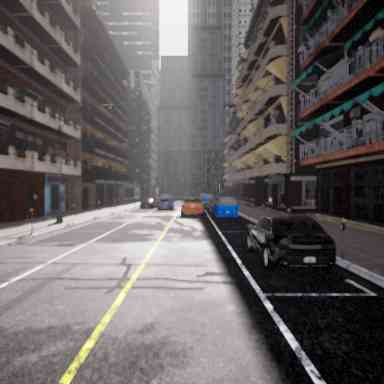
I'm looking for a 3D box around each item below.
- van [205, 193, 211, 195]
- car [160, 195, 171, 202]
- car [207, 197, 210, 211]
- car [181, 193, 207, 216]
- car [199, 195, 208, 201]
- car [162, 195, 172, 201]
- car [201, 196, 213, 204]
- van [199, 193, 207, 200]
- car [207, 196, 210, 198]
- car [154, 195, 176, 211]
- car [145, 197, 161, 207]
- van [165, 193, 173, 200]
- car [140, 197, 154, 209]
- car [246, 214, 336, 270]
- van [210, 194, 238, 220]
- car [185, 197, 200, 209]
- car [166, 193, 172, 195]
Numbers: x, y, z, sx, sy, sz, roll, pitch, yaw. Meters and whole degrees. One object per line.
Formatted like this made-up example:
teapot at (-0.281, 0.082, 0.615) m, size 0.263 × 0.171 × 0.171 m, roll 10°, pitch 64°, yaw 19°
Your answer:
van at (2.677, 1.200, 54.878) m, size 1.690 × 1.788 × 3.998 m, roll -1°, pitch 0°, yaw 0°
car at (-5.699, 1.385, 71.713) m, size 1.947 × 1.339 × 4.313 m, roll -1°, pitch 0°, yaw 0°
car at (2.681, 1.466, 32.471) m, size 2.008 × 1.369 × 4.403 m, roll -1°, pitch 0°, yaw 0°
car at (0.066, 1.270, 30.953) m, size 2.097 × 1.767 × 4.553 m, roll 0°, pitch 0°, yaw 0°
car at (2.681, 1.331, 77.457) m, size 1.752 × 1.417 × 4.829 m, roll -1°, pitch 0°, yaw 0°
car at (-5.700, 1.356, 77.316) m, size 2.008 × 1.369 × 4.403 m, roll -1°, pitch 0°, yaw 0°
car at (2.681, 1.396, 60.481) m, size 2.008 × 1.369 × 4.403 m, roll -1°, pitch 0°, yaw 0°
van at (2.678, 1.134, 82.888) m, size 1.690 × 1.788 × 3.998 m, roll -1°, pitch 0°, yaw 0°
car at (2.680, 1.445, 38.073) m, size 1.887 × 1.381 × 4.507 m, roll -1°, pitch 0°, yaw 0°
car at (-3.093, 1.422, 39.519) m, size 1.812 × 1.442 × 4.674 m, roll 0°, pitch 0°, yaw 0°
car at (-5.700, 1.417, 49.306) m, size 1.887 × 1.381 × 4.507 m, roll -1°, pitch 0°, yaw 0°
van at (-5.702, 1.134, 82.917) m, size 1.690 × 1.788 × 3.998 m, roll -1°, pitch 0°, yaw 0°
car at (-5.700, 1.452, 43.704) m, size 1.947 × 1.339 × 4.313 m, roll -1°, pitch 0°, yaw 0°
car at (3.000, 1.476, 10.873) m, size 1.837 × 1.490 × 4.892 m, roll 0°, pitch 0°, yaw 0°
van at (2.677, 1.270, 26.869) m, size 1.690 × 1.788 × 3.998 m, roll -1°, pitch 0°, yaw 0°
car at (0.048, 1.388, 44.171) m, size 1.837 × 1.490 × 4.892 m, roll 0°, pitch -1°, yaw 0°
car at (-5.701, 1.272, 66.112) m, size 1.967 × 1.590 × 4.097 m, roll -1°, pitch 0°, yaw 0°
